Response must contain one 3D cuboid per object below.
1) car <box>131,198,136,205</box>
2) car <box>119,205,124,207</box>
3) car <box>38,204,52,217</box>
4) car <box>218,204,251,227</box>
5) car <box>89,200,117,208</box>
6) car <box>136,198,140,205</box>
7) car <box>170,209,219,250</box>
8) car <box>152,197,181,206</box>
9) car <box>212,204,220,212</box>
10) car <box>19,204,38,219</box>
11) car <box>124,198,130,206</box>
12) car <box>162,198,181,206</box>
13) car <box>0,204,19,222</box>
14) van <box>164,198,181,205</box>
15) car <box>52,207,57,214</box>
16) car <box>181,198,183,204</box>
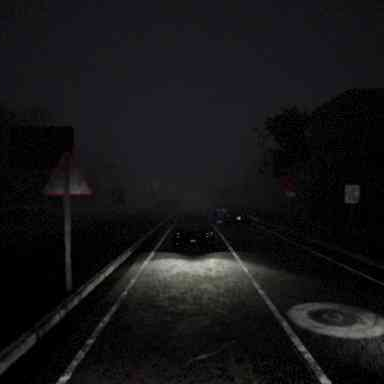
[{"bbox_3d":[-18.345,2.933,90.339,4.674,1.452,2.002,0,-1,0],"label":"car"},{"bbox_3d":[-18.412,2.552,73.636,5.008,1.535,2.097,0,-1,0],"label":"car"},{"bbox_3d":[-18.579,2.066,36.437,5.008,1.535,2.097,0,-1,0],"label":"car"},{"bbox_3d":[3.403,1.908,26.242,1.994,1.385,4.181,0,-1,0],"label":"car"},{"bbox_3d":[-18.426,2.463,68.068,5.008,1.535,2.097,0,-1,0],"label":"car"},{"bbox_3d":[-18.154,2.950,93.124,5.366,1.575,1.946,0,-1,0],"label":"car"},{"bbox_3d":[0.053,1.718,15.849,1.882,1.535,5.008,0,-1,0],"label":"car"},{"bbox_3d":[-5.334,2.420,70.776,4.892,1.521,2.231,0,-1,0],"label":"car"},{"bbox_3d":[3.408,2.039,38.408,2.033,1.411,5.357,0,-1,1],"label":"car"},{"bbox_3d":[-18.582,2.026,33.164,4.892,1.521,2.231,0,-1,0],"label":"car"},{"bbox_3d":[-18.344,2.587,81.992,4.553,1.767,2.185,0,-1,0],"label":"car"},{"bbox_3d":[-5.254,2.558,84.787,4.553,1.767,2.185,0,-1,0],"label":"car"},{"bbox_3d":[-18.599,2.025,29.888,4.674,1.452,2.002,0,-1,0],"label":"car"},{"bbox_3d":[-5.161,2.519,87.592,4.442,1.987,1.878,0,-1,0],"label":"van"},{"bbox_3d":[-18.556,2.145,39.585,4.674,1.452,2.002,0,-1,0],"label":"car"},{"bbox_3d":[-5.358,2.214,73.581,5.566,2.045,2.435,0,-1,0],"label":"car"}]
